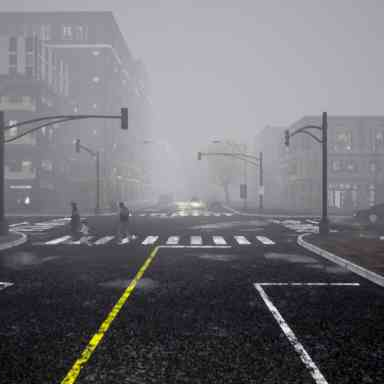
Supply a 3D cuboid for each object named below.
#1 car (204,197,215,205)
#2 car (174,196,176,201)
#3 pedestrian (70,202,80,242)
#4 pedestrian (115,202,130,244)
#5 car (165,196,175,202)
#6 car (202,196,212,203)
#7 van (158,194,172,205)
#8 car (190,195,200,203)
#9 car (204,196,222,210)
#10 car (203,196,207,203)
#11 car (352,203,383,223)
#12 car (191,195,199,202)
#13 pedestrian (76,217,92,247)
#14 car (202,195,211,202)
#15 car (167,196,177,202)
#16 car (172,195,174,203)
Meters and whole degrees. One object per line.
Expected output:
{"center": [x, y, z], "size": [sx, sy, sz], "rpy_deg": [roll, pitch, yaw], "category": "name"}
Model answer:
{"center": [3.190, 1.640, 60.731], "size": [1.802, 1.307, 4.206], "rpy_deg": [0, 0, 0], "category": "car"}
{"center": [-5.096, 1.397, 72.195], "size": [2.192, 1.841, 5.009], "rpy_deg": [0, 0, 0], "category": "car"}
{"center": [-5.184, 1.294, 14.763], "size": [0.375, 1.860, 0.375], "rpy_deg": [0, 0, 0], "category": "pedestrian"}
{"center": [-2.948, 1.294, 14.145], "size": [0.375, 1.860, 0.375], "rpy_deg": [0, 0, 0], "category": "pedestrian"}
{"center": [-5.049, 1.662, 77.891], "size": [1.947, 1.339, 4.313], "rpy_deg": [0, 0, 0], "category": "car"}
{"center": [3.285, 1.633, 72.123], "size": [2.008, 1.369, 4.403], "rpy_deg": [0, 0, 0], "category": "car"}
{"center": [-5.190, 1.399, 60.801], "size": [1.690, 1.788, 3.998], "rpy_deg": [0, 0, 0], "category": "van"}
{"center": [0.582, 1.547, 70.434], "size": [1.882, 1.535, 5.008], "rpy_deg": [0, 0, 0], "category": "car"}
{"center": [3.049, 1.580, 43.640], "size": [2.008, 1.369, 4.403], "rpy_deg": [0, 0, 0], "category": "car"}
{"center": [3.097, 1.479, 49.337], "size": [1.967, 1.590, 4.097], "rpy_deg": [0, 0, 0], "category": "car"}
{"center": [15.030, 1.578, 25.860], "size": [4.892, 1.490, 1.837], "rpy_deg": [0, 0, -2], "category": "car"}
{"center": [0.668, 1.541, 80.851], "size": [1.812, 1.442, 4.674], "rpy_deg": [0, 0, 0], "category": "car"}
{"center": [-4.307, 1.674, 13.556], "size": [0.500, 1.100, 0.500], "rpy_deg": [0, 0, 0], "category": "pedestrian"}
{"center": [3.331, 1.537, 77.820], "size": [1.967, 1.590, 4.097], "rpy_deg": [0, 0, 0], "category": "car"}
{"center": [-5.002, 1.663, 83.587], "size": [2.008, 1.369, 4.403], "rpy_deg": [0, 0, 0], "category": "car"}
{"center": [-5.143, 1.651, 66.498], "size": [1.802, 1.307, 4.206], "rpy_deg": [0, 0, 0], "category": "car"}
